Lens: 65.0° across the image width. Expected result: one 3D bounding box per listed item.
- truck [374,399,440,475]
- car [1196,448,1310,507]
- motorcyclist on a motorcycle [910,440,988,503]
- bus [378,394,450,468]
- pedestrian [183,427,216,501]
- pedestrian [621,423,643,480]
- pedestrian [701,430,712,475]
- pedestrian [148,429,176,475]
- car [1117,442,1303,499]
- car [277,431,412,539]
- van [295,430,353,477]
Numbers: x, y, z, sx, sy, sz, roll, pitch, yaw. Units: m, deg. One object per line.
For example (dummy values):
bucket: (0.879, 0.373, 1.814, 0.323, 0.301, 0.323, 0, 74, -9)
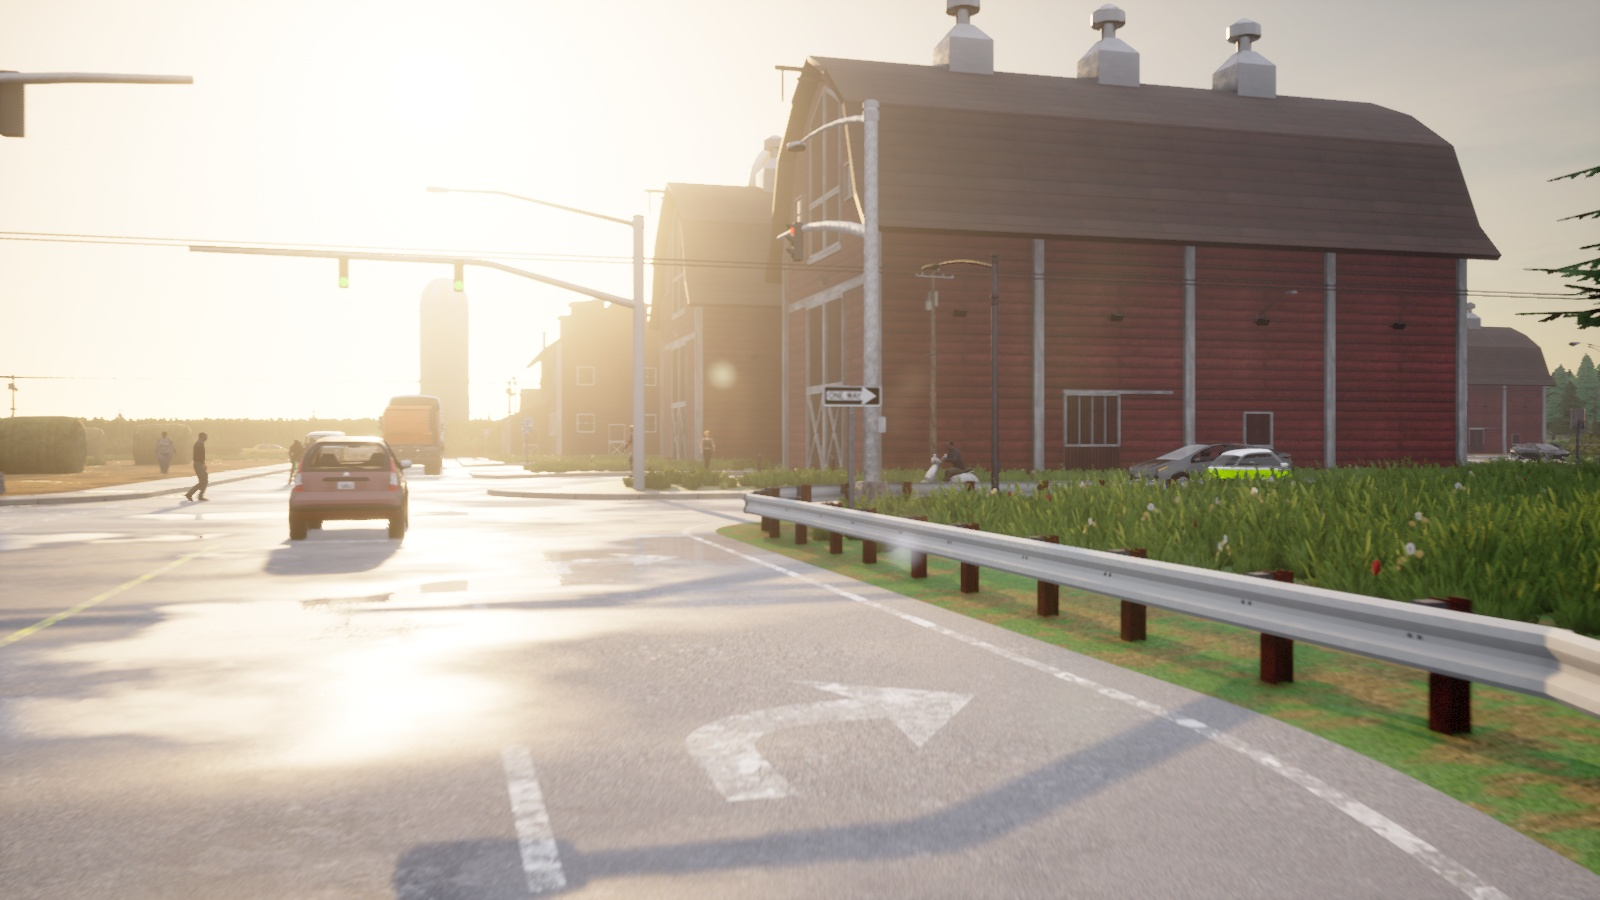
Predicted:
truck: (-19.080, -0.606, 61.364, 2.891, 3.462, 7.936, 0, 0, -16)
car: (11.175, 0.660, 31.036, 2.207, 1.376, 1.481, 0, 0, -15)
motorcyclist on a motorcycle: (3.866, 0.543, 32.703, 1.817, 1.590, 0.866, 0, 0, -15)
bus: (-23.581, -1.101, 77.053, 3.944, 4.253, 10.273, 0, 0, -16)
pedestrian: (-15.228, 0.353, 31.865, 0.720, 1.854, 0.376, 0, 0, -22)
pedestrian: (-5.461, 0.049, 40.844, 0.636, 1.846, 0.331, 0, 0, -37)
pedestrian: (-3.805, 0.094, 50.961, 0.345, 1.836, 0.594, 0, 0, -15)
pedestrian: (-25.831, 0.078, 50.828, 0.874, 1.855, 0.900, 0, 0, -17)
car: (11.304, 0.531, 34.690, 4.514, 1.525, 2.007, 0, 0, -15)
car: (-7.542, 0.523, 21.116, 1.851, 1.617, 3.988, 0, 0, -16)
van: (-21.206, 0.131, 56.077, 2.069, 2.038, 4.480, 0, 0, -16)
